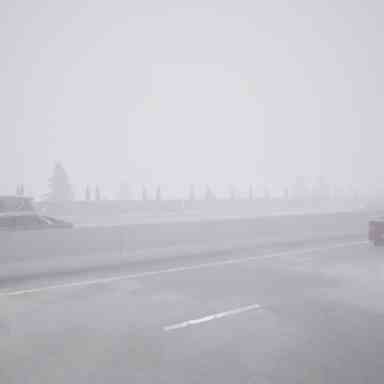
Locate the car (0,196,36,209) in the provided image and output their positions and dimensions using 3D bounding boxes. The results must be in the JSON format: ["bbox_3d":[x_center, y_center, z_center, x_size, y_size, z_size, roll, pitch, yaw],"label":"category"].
[{"bbox_3d":[-9.523,1.215,14.287,5.566,2.045,2.150,0,0,-32],"label":"car"}]

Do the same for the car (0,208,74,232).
[{"bbox_3d":[-6.716,1.498,11.923,4.892,1.490,1.837,0,0,-32],"label":"car"}]

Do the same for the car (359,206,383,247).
[{"bbox_3d":[9.234,1.442,13.537,5.008,1.535,1.882,0,0,-32],"label":"car"}]

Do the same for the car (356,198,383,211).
[{"bbox_3d":[20.555,1.399,37.959,4.902,1.511,2.128,0,0,-37],"label":"car"}]
